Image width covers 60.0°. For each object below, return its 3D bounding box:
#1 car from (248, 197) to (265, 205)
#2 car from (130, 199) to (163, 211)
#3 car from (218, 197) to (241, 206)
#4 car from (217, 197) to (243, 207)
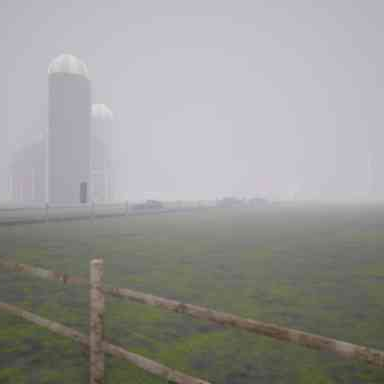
[{"bbox_3d":[11.395,1.507,57.848,1.994,1.385,4.181,0,0,36],"label":"car"},{"bbox_3d":[-5.343,1.513,39.312,1.994,1.385,4.181,0,0,36],"label":"car"},{"bbox_3d":[6.228,1.506,55.347,1.994,1.385,4.181,0,0,36],"label":"car"},{"bbox_3d":[5.867,1.499,50.025,2.033,1.411,5.357,0,0,36],"label":"car"}]
